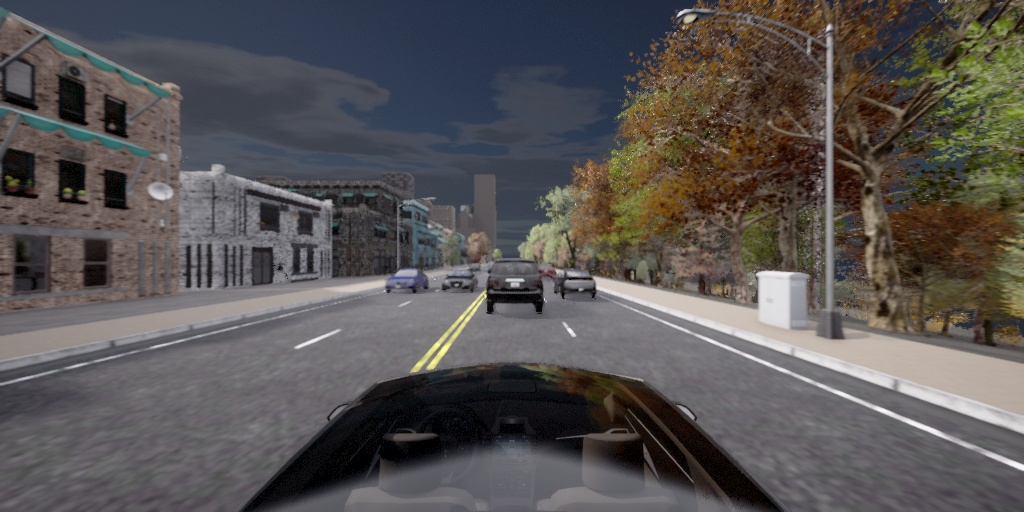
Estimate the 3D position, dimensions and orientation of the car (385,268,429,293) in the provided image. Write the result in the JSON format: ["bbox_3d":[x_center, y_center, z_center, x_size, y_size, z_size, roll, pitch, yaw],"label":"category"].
[{"bbox_3d":[-6.566,1.528,22.929,1.812,1.442,4.674,0,-1,0],"label":"car"}]

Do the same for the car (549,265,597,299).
[{"bbox_3d":[3.365,1.463,19.881,2.128,1.511,4.902,0,-1,0],"label":"car"}]

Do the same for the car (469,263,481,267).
[{"bbox_3d":[-6.455,1.999,63.916,1.837,1.490,4.892,0,-1,1],"label":"car"}]

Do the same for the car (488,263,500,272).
[{"bbox_3d":[-3.204,2.027,64.336,1.812,1.442,4.674,0,-1,1],"label":"car"}]

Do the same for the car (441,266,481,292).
[{"bbox_3d":[-3.329,1.575,23.495,1.994,1.385,4.181,0,-1,0],"label":"car"}]

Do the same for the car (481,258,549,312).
[{"bbox_3d":[0.109,1.133,15.178,2.150,2.045,5.566,0,-1,0],"label":"car"}]
